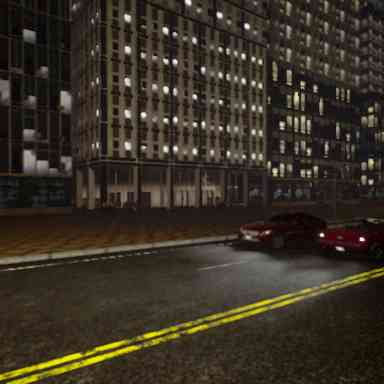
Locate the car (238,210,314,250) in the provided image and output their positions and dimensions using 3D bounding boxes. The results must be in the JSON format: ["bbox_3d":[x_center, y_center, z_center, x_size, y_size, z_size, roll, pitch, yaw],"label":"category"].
[{"bbox_3d":[4.138,1.558,14.696,4.674,1.442,1.812,0,0,-36],"label":"car"}]

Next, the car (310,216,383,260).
[{"bbox_3d":[6.832,1.628,12.632,4.718,1.301,1.895,0,0,-36],"label":"car"}]
